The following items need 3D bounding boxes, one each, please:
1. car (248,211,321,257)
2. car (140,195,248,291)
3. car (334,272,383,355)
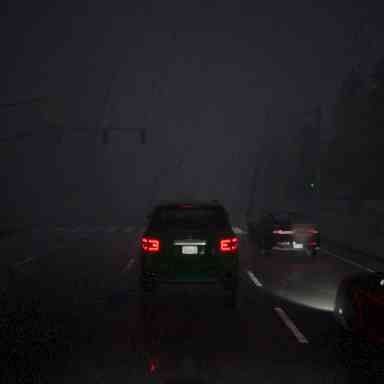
[{"bbox_3d":[3.342,1.492,12.911,2.128,1.511,4.902,0,0,0],"label":"car"},{"bbox_3d":[-0.093,1.221,9.156,2.150,2.045,5.566,0,0,-1],"label":"car"},{"bbox_3d":[3.428,1.564,4.003,1.994,1.385,4.181,0,0,-1],"label":"car"}]
